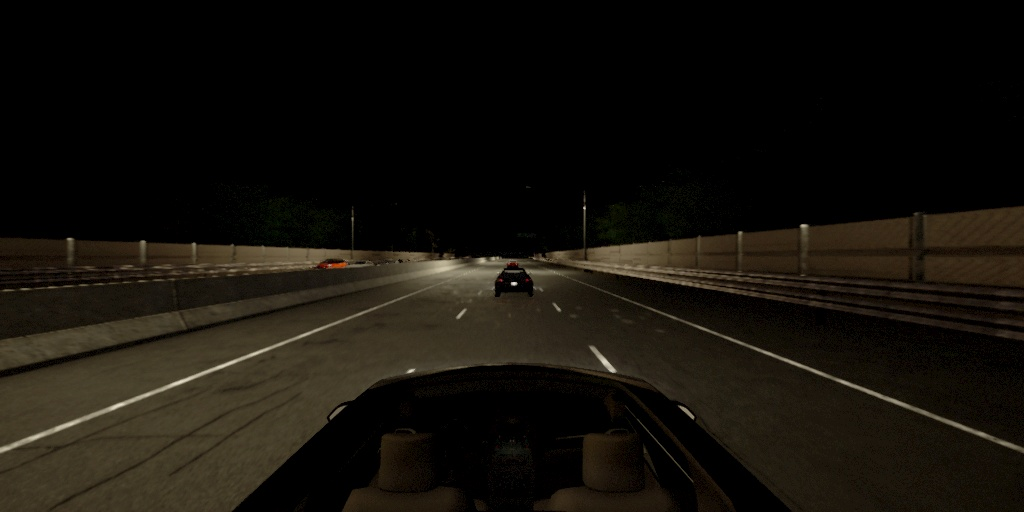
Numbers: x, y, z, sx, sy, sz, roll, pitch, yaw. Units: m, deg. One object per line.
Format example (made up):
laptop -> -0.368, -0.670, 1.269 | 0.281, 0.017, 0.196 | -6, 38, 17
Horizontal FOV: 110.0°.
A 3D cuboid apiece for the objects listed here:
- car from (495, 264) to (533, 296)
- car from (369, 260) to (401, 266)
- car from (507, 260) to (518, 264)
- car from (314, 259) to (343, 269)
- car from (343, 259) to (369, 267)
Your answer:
car -> 0.102, 1.321, 19.458 | 1.994, 1.385, 4.181 | 0, 0, 0
car -> -14.069, 1.254, 41.193 | 2.128, 1.511, 4.902 | 0, 0, 0
car -> 0.100, 1.366, 60.361 | 1.895, 1.301, 4.718 | 0, 0, 0
car -> -21.055, 1.115, 41.871 | 2.097, 1.767, 4.553 | 0, 0, 0
car -> -17.556, 1.289, 42.083 | 1.812, 1.442, 4.674 | 0, 0, 1
